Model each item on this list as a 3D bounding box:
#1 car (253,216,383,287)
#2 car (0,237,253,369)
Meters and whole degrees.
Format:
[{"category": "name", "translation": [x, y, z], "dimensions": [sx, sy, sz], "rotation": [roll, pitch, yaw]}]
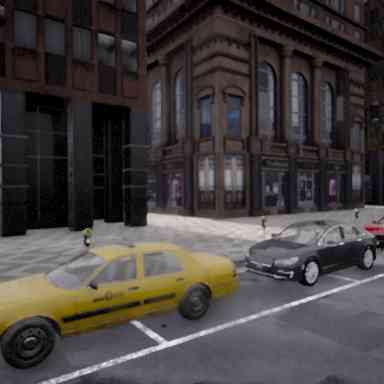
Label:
[{"category": "car", "translation": [3.360, 1.478, 9.063], "dimensions": [4.403, 1.369, 2.008], "rotation": [-1, 0, -36]}, {"category": "car", "translation": [-1.351, 1.507, 5.689], "dimensions": [4.829, 1.417, 1.752], "rotation": [-1, 0, -36]}]
